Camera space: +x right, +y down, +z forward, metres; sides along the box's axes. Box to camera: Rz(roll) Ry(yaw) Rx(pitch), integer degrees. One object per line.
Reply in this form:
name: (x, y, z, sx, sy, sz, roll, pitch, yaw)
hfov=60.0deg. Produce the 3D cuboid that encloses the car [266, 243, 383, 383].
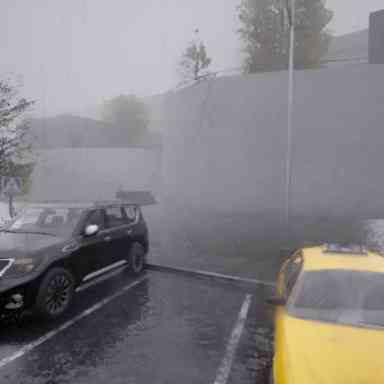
car: (1.960, 1.483, 4.188, 1.946, 1.575, 5.366, 1, -1, 15)

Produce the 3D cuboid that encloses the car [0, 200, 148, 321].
car: (-2.885, 1.228, 7.820, 2.435, 2.045, 5.566, 1, 0, 15)
